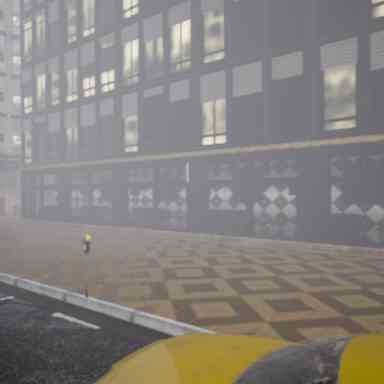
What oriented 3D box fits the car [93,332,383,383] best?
[{"bbox_3d":[1.278,1.525,1.961,4.829,1.417,1.752,0,0,36],"label":"car"}]
